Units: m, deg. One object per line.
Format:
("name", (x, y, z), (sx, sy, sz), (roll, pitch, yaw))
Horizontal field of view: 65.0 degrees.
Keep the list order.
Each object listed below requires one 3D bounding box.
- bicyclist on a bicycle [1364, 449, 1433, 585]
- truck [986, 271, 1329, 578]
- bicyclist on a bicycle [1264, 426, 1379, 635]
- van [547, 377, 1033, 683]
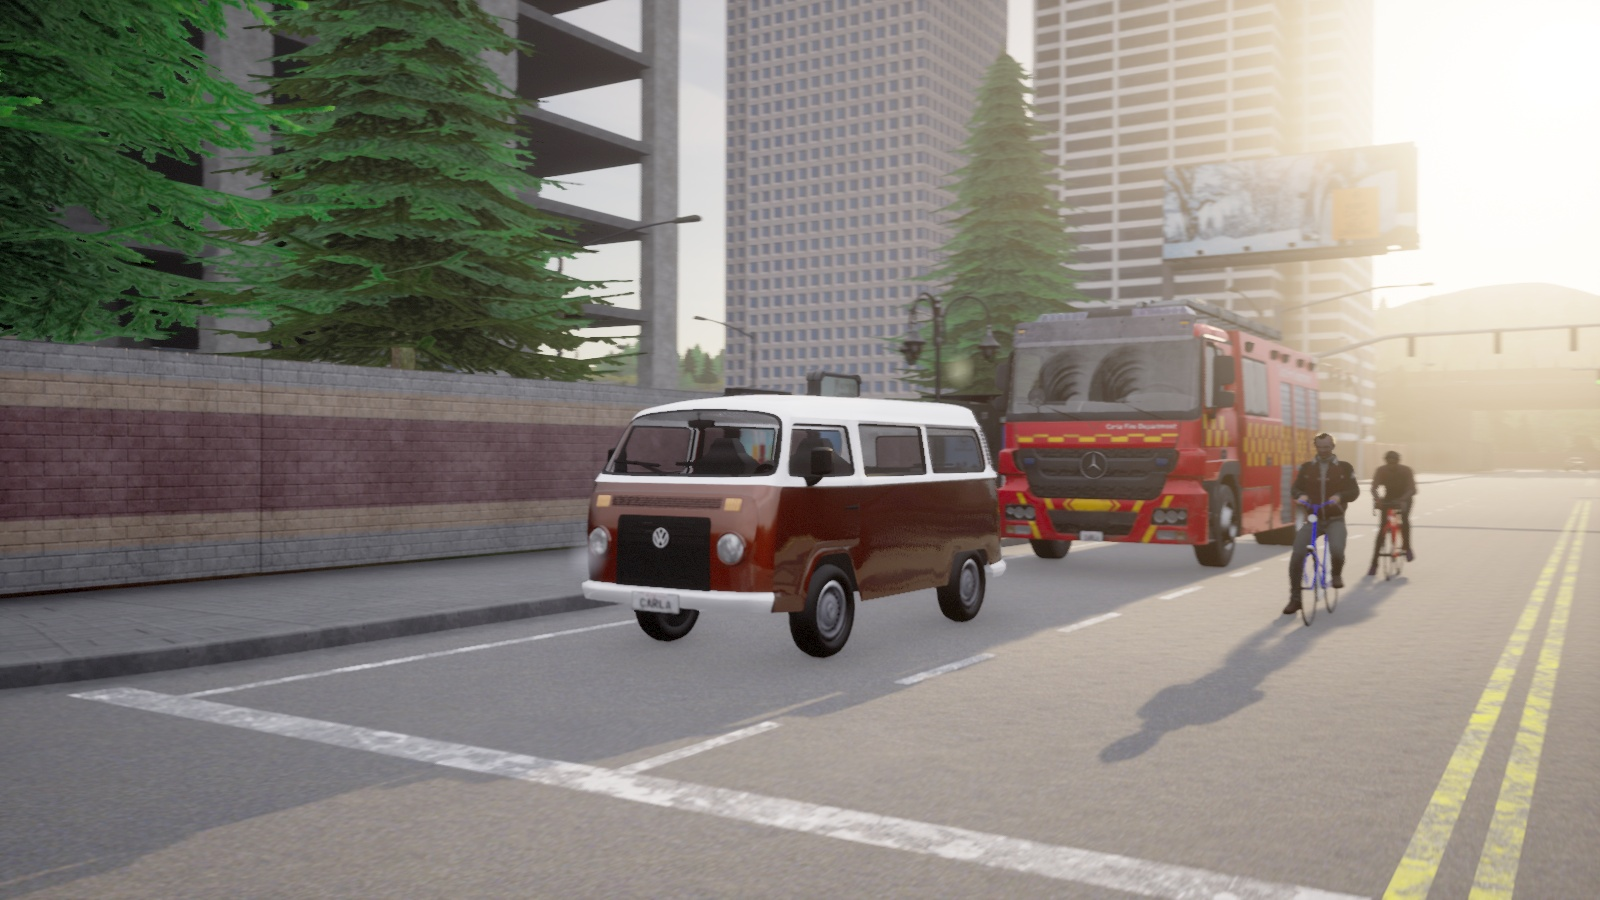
("bicyclist on a bicycle", (7.551, 0.796, 15.813), (0.582, 1.620, 1.656), (0, 0, 33))
("truck", (6.063, -0.301, 19.973), (2.891, 3.827, 8.468), (0, 0, 33))
("bicyclist on a bicycle", (4.858, 0.695, 11.631), (0.659, 1.776, 1.843), (0, -1, 33))
("van", (0.171, 0.546, 10.817), (2.069, 2.038, 4.480), (0, 0, 33))
